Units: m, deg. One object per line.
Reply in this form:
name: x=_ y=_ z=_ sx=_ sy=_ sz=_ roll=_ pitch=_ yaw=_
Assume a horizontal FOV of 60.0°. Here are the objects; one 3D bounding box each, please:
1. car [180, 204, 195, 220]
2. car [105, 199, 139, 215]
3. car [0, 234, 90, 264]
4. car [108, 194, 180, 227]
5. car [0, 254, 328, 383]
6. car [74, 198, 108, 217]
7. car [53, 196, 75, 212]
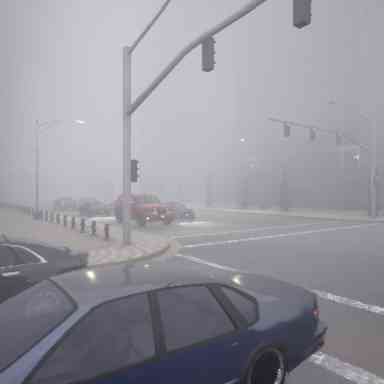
car: x=-1.540 y=1.508 z=26.119 sx=1.994 sy=1.385 sz=4.181 roll=0 pitch=0 yaw=-36
car: x=-7.279 y=1.508 z=34.229 sx=1.994 sy=1.385 sz=4.181 roll=0 pitch=0 yaw=-35
car: x=-4.084 y=1.505 z=5.378 sx=4.892 sy=1.490 sz=1.837 roll=0 pitch=0 yaw=-35
car: x=-3.432 y=1.166 z=22.742 sx=2.150 sy=2.045 sz=5.566 roll=0 pitch=0 yaw=-36
car: x=-0.823 y=1.548 z=3.405 sx=5.357 sy=1.411 sz=2.033 roll=0 pitch=0 yaw=-35
car: x=-8.931 y=1.508 z=30.485 sx=1.994 sy=1.385 sz=4.181 roll=0 pitch=0 yaw=-35
car: x=-14.671 y=1.297 z=38.702 sx=2.097 sy=1.767 sz=4.553 roll=0 pitch=0 yaw=-35
